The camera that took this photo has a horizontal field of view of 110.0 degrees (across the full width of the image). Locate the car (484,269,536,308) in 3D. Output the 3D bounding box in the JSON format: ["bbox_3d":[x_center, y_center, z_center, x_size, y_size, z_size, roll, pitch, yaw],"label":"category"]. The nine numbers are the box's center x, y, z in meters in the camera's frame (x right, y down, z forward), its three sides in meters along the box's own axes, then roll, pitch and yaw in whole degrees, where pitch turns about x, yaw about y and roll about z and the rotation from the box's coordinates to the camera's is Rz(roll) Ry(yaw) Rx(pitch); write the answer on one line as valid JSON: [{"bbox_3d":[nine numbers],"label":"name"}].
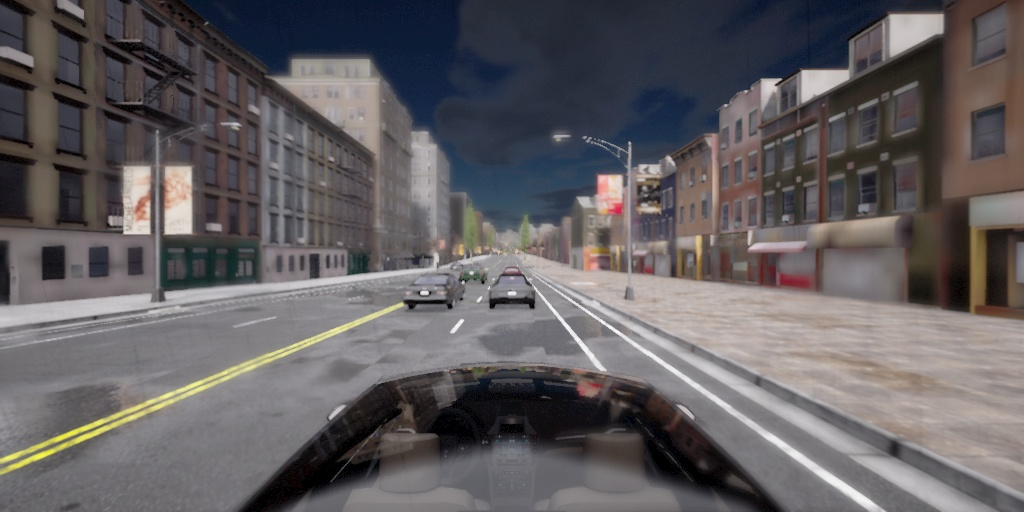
[{"bbox_3d":[0.007,1.468,16.139,1.994,1.385,4.181,0,-1,0],"label":"car"}]

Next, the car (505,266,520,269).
[{"bbox_3d":[0.008,1.631,31.244,1.812,1.442,4.674,0,-1,0],"label":"car"}]

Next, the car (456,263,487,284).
[{"bbox_3d":[-3.245,1.451,30.926,2.097,1.767,4.553,0,-1,0],"label":"car"}]

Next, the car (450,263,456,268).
[{"bbox_3d":[-9.788,1.917,63.809,2.128,1.511,4.902,0,0,1],"label":"car"}]

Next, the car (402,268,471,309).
[{"bbox_3d":[-3.248,1.448,15.831,2.033,1.411,5.357,0,-1,0],"label":"car"}]
